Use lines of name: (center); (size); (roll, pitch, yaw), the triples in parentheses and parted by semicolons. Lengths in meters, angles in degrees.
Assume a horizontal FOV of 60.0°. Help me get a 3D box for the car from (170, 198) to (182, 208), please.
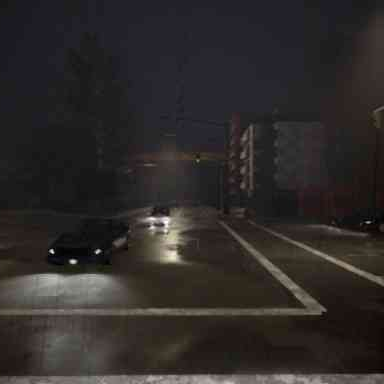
car: (-3.534, 2.158, 62.057); (2.033, 1.411, 5.357); (0, -1, 0)

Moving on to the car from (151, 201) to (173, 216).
car: (-3.521, 2.035, 37.503); (1.895, 1.301, 4.718); (0, -1, 0)

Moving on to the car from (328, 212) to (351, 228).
car: (13.294, 1.948, 25.246); (5.357, 1.411, 2.033); (1, -1, -3)

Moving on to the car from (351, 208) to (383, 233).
car: (13.438, 1.869, 21.717); (4.892, 1.490, 1.837); (1, -1, 1)

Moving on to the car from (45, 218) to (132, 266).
car: (-3.503, 1.708, 12.478); (2.033, 1.411, 5.357); (0, -1, 0)
